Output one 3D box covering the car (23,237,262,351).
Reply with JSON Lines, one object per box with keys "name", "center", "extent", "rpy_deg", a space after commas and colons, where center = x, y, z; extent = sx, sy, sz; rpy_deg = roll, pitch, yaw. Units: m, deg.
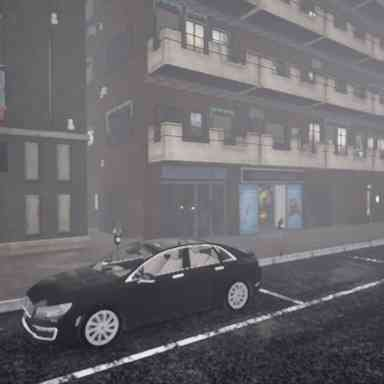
{"name": "car", "center": [-0.636, 1.558, 6.089], "extent": [4.403, 1.369, 2.008], "rpy_deg": [0, -1, -35]}
